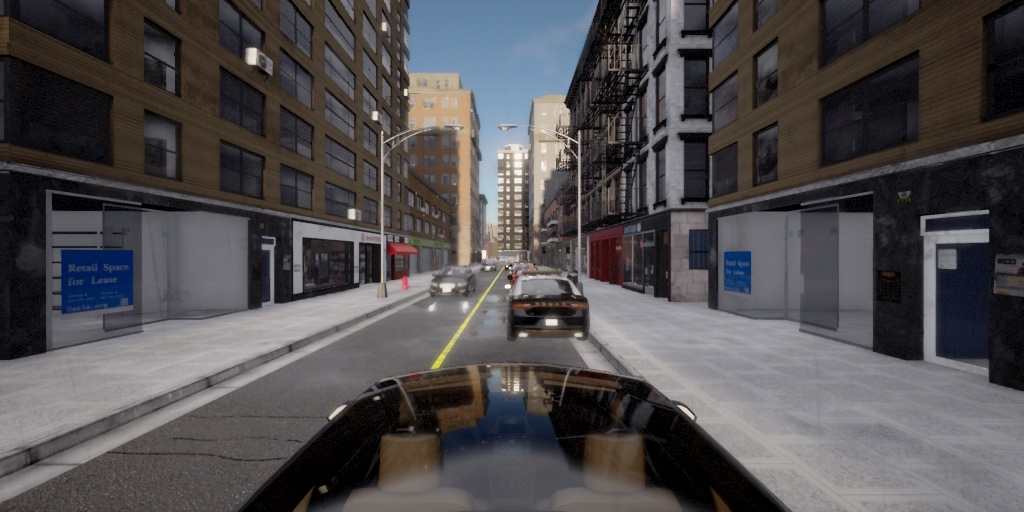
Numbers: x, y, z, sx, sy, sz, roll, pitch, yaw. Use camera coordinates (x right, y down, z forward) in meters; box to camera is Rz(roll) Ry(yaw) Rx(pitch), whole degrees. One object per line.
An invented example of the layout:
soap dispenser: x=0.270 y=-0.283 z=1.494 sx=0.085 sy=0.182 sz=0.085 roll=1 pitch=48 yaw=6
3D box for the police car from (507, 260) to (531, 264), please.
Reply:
police car: x=0.806 y=1.172 z=26.032 sx=1.930 sy=1.638 sz=5.238 roll=0 pitch=0 yaw=0

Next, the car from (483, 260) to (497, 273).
car: x=-2.785 y=1.236 z=43.815 sx=2.128 sy=1.511 sz=4.902 roll=0 pitch=0 yaw=0

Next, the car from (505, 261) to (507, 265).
car: x=0.006 y=1.346 z=47.862 sx=1.895 sy=1.301 sz=4.718 roll=0 pitch=0 yaw=1

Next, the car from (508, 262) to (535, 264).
car: x=0.811 y=1.274 z=19.922 sx=1.812 sy=1.442 sz=4.674 roll=0 pitch=0 yaw=0

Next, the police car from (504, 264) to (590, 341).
police car: x=0.819 y=1.175 z=10.032 sx=1.930 sy=1.638 sz=5.238 roll=0 pitch=0 yaw=0

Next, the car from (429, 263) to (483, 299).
car: x=-2.863 y=1.240 z=18.231 sx=2.128 sy=1.511 sz=4.902 roll=0 pitch=0 yaw=0
